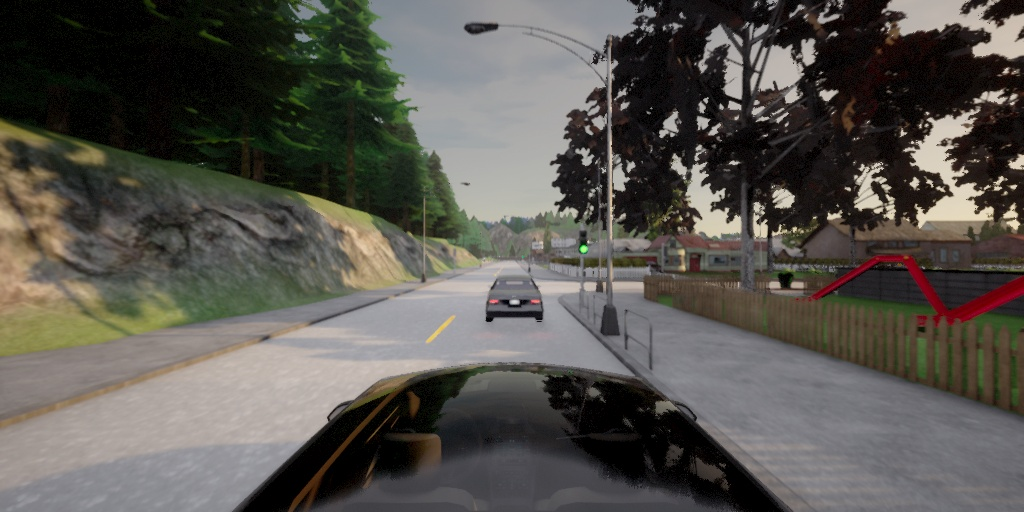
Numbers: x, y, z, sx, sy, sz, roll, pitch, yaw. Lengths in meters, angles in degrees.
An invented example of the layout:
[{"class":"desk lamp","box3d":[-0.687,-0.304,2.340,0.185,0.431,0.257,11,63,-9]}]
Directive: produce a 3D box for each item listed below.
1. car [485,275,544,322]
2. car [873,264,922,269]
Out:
[{"class":"car","box3d":[0.082,1.365,12.626,2.033,1.411,5.357,0,0,0]},{"class":"car","box3d":[30.022,1.420,28.444,4.892,1.490,1.837,0,0,0]}]
